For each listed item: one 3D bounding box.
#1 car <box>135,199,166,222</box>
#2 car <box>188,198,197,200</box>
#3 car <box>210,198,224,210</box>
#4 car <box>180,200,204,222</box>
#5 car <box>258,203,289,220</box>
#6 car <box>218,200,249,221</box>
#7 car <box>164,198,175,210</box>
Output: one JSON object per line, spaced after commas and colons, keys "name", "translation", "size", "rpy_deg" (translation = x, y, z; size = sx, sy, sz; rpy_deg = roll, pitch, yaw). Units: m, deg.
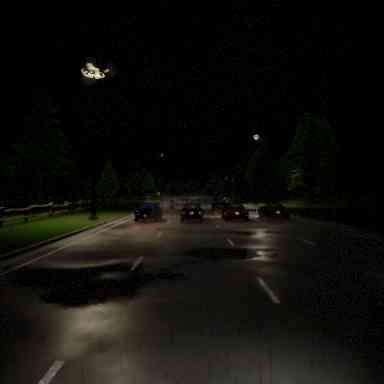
{"name": "car", "translation": [-3.483, 1.574, 27.120], "size": [1.812, 1.442, 4.674], "rpy_deg": [0, 0, 1]}
{"name": "car", "translation": [0.081, 1.607, 45.421], "size": [1.812, 1.442, 4.674], "rpy_deg": [0, 0, 0]}
{"name": "car", "translation": [3.579, 1.572, 44.805], "size": [2.128, 1.511, 4.902], "rpy_deg": [0, 0, 0]}
{"name": "car", "translation": [0.017, 1.596, 27.055], "size": [2.033, 1.411, 5.357], "rpy_deg": [0, 0, 0]}
{"name": "car", "translation": [7.038, 1.617, 29.078], "size": [1.994, 1.385, 4.181], "rpy_deg": [0, 0, 0]}
{"name": "car", "translation": [3.523, 1.615, 27.841], "size": [1.994, 1.385, 4.181], "rpy_deg": [0, 0, 1]}
{"name": "car", "translation": [-3.418, 1.607, 45.355], "size": [1.812, 1.442, 4.674], "rpy_deg": [0, 0, 0]}
